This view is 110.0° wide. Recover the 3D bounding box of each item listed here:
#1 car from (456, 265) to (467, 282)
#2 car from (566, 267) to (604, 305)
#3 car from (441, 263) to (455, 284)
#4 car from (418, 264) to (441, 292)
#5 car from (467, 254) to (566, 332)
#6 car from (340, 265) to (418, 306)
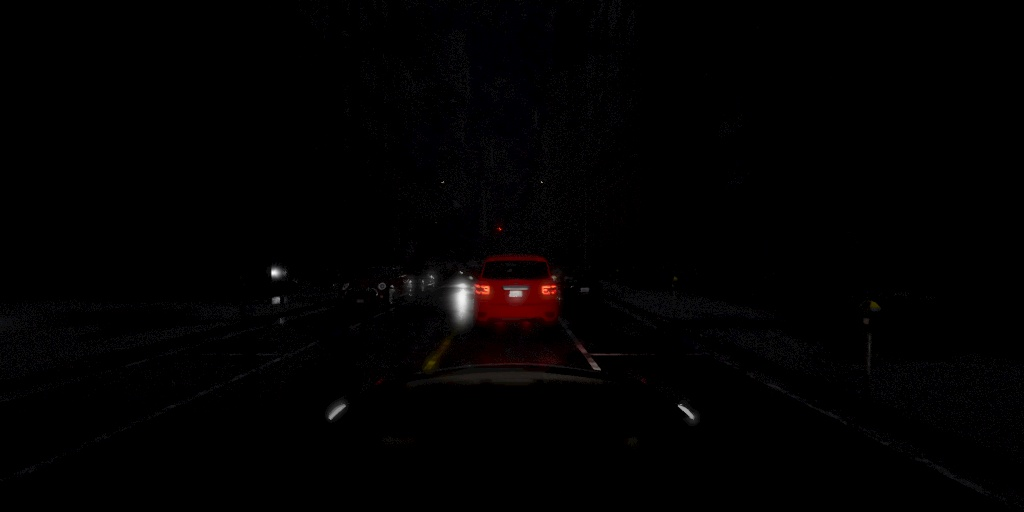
[{"bbox_3d":[-2.996,1.349,28.742,1.895,1.301,4.718,0,0,0],"label":"car"},{"bbox_3d":[2.768,1.314,15.619,1.948,1.339,4.313,0,0,0],"label":"car"},{"bbox_3d":[-5.753,1.299,26.634,2.007,1.370,4.403,0,0,0],"label":"car"},{"bbox_3d":[-5.755,1.314,21.129,1.948,1.339,4.313,0,0,0],"label":"car"},{"bbox_3d":[0.106,0.970,10.981,2.150,2.045,5.566,0,0,0],"label":"car"},{"bbox_3d":[-5.758,1.188,15.623,1.967,1.591,4.097,0,0,0],"label":"car"}]
